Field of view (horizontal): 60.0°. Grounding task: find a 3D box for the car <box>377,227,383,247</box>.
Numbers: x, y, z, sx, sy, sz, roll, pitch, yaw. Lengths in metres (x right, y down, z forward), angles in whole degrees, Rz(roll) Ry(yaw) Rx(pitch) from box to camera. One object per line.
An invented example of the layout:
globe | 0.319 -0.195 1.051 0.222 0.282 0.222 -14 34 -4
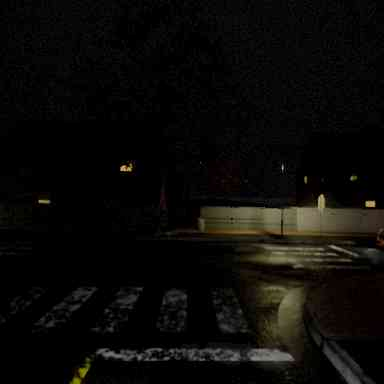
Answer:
car | 10.315 1.635 13.911 4.553 1.767 2.097 1 0 -2
